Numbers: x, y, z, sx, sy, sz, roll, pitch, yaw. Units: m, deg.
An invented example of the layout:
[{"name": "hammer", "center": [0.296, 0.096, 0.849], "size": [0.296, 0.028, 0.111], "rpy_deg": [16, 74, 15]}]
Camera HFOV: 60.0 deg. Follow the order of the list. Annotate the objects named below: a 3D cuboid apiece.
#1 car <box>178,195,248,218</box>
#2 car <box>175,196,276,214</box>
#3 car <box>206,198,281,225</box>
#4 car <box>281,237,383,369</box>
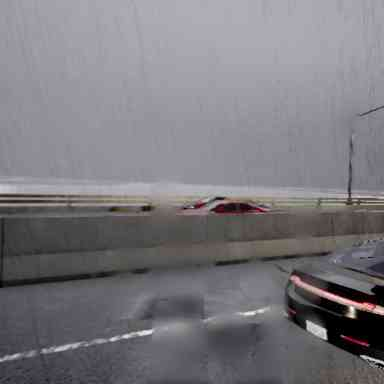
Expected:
[{"name": "car", "center": [1.521, 1.002, 23.795], "size": [4.674, 1.442, 1.812], "rpy_deg": [1, 1, -26]}, {"name": "car", "center": [1.538, 1.136, 15.958], "size": [5.008, 1.535, 1.882], "rpy_deg": [1, 1, -27]}, {"name": "car", "center": [3.187, 1.160, 20.703], "size": [4.181, 1.385, 1.994], "rpy_deg": [1, 1, -27]}, {"name": "car", "center": [3.653, 1.466, 5.050], "size": [4.902, 1.511, 2.128], "rpy_deg": [1, 1, -27]}]
